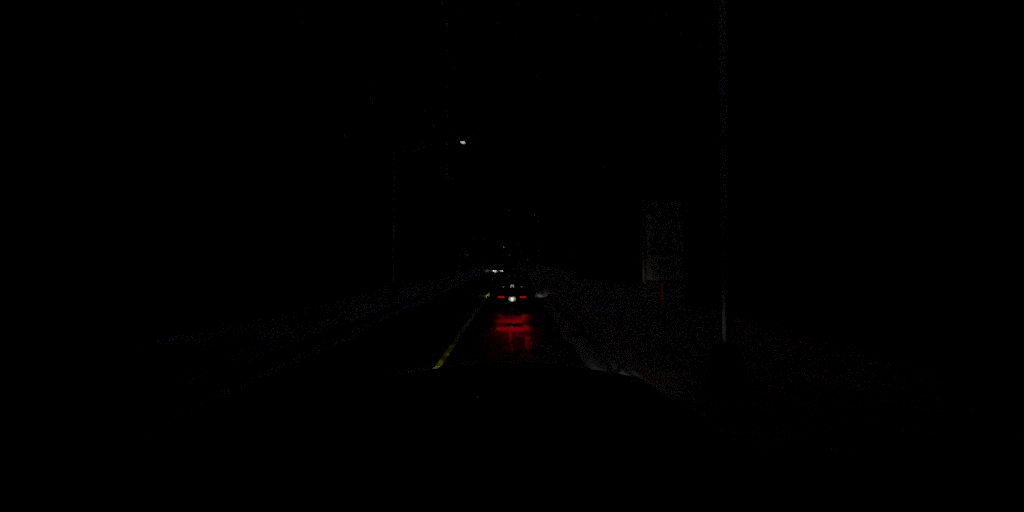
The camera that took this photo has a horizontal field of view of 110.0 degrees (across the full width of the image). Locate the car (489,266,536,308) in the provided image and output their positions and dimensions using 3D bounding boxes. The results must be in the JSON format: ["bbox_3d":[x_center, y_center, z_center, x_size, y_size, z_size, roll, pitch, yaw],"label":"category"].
[{"bbox_3d":[0.017,1.408,16.163,1.837,1.490,4.892,0,0,0],"label":"car"}]

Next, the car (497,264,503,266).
[{"bbox_3d":[0.027,1.623,30.848,2.033,1.411,5.357,0,-1,0],"label":"car"}]
